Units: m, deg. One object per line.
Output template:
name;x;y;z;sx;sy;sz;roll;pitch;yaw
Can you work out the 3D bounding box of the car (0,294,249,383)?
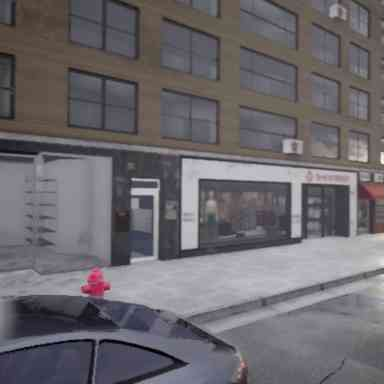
car;-1.513;1.564;2.298;4.181;1.385;1.994;1;0;-36
